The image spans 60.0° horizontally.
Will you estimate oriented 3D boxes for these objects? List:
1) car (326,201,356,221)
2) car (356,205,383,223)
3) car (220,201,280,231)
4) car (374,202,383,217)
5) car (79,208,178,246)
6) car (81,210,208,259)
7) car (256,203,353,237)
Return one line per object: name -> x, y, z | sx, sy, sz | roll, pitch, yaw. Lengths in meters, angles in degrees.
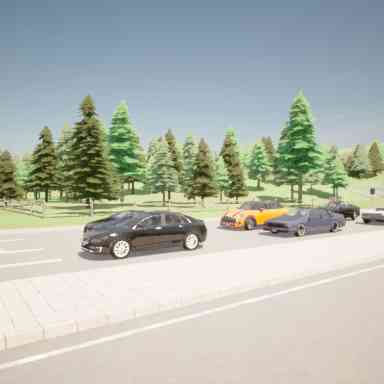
car -> 11.192, 1.491, 25.993 | 4.902, 1.511, 2.128 | 0, 0, -35
car -> 14.117, 1.601, 23.783 | 4.718, 1.301, 1.895 | 0, 0, -35
car -> 3.939, 1.352, 20.873 | 4.553, 1.767, 2.097 | 0, 0, -35
car -> 19.508, 1.601, 31.801 | 4.718, 1.301, 1.895 | 0, 0, -35
car -> -2.996, 1.564, 15.946 | 4.181, 1.385, 1.994 | 0, 0, -34
car -> -1.655, 1.505, 12.620 | 4.892, 1.490, 1.837 | 0, 0, -35
car -> 6.288, 1.547, 18.254 | 5.357, 1.411, 2.033 | 0, 0, -35
